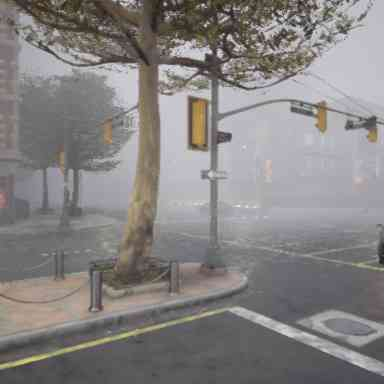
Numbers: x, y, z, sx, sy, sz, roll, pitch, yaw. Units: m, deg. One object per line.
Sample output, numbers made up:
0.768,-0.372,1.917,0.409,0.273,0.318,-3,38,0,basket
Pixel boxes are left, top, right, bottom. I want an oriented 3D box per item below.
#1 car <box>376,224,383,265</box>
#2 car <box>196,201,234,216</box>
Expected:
7.616,1.629,11.637,2.128,1.511,4.902,1,0,30,car
2.354,1.741,35.140,1.837,1.490,4.892,1,-1,-35,car
